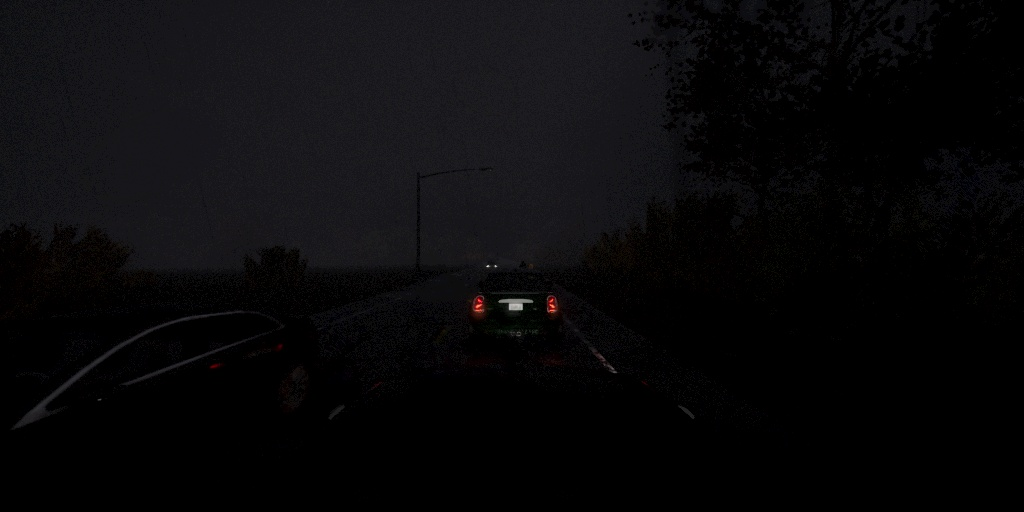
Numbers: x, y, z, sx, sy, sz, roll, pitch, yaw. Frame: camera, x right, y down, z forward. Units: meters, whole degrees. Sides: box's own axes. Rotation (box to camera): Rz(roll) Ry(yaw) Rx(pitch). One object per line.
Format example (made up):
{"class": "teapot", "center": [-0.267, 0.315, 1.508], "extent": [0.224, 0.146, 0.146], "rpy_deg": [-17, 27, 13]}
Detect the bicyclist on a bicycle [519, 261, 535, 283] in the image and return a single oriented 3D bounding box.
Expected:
{"class": "bicyclist on a bicycle", "center": [0.903, 1.181, 17.107], "extent": [0.866, 1.612, 1.509], "rpy_deg": [0, 0, 0]}

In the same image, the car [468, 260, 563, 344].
{"class": "car", "center": [0.072, 1.099, 9.763], "extent": [2.097, 1.767, 4.553], "rpy_deg": [0, 0, 0]}

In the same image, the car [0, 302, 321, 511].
{"class": "car", "center": [-3.606, 1.241, 3.068], "extent": [2.128, 1.511, 4.902], "rpy_deg": [0, 0, 0]}

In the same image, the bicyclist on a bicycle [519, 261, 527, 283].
{"class": "bicyclist on a bicycle", "center": [0.840, 1.193, 27.224], "extent": [0.582, 1.620, 1.656], "rpy_deg": [0, 0, 0]}
